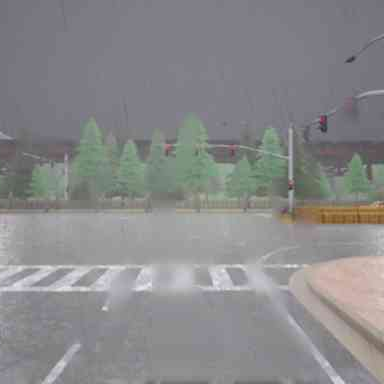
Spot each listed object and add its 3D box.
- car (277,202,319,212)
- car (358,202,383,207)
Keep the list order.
[{"bbox_3d":[12.355,1.907,38.689,4.892,1.490,1.837,0,-1,-2],"label":"car"},{"bbox_3d":[21.756,1.883,38.927,5.008,1.535,1.882,0,-1,-1],"label":"car"}]
